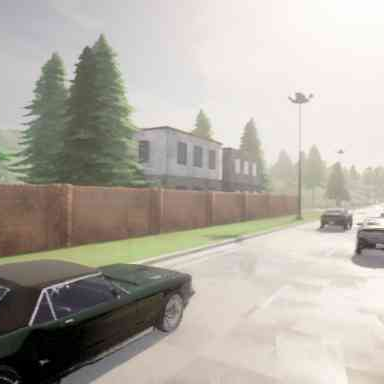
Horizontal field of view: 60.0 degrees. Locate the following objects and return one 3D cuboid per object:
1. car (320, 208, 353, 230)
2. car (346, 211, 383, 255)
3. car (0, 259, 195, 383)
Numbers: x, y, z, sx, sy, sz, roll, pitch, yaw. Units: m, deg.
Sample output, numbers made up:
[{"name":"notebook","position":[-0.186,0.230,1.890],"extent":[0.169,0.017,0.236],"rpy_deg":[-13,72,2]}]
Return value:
[{"name":"car","position":[11.181,1.999,25.652],"extent":[1.837,1.490,4.892],"rpy_deg":[0,-1,32]},{"name":"car","position":[8.162,1.796,14.177],"extent":[2.128,1.511,4.902],"rpy_deg":[0,-1,32]},{"name":"car","position":[-1.872,1.631,4.644],"extent":[1.895,1.301,4.718],"rpy_deg":[0,-1,32]}]
